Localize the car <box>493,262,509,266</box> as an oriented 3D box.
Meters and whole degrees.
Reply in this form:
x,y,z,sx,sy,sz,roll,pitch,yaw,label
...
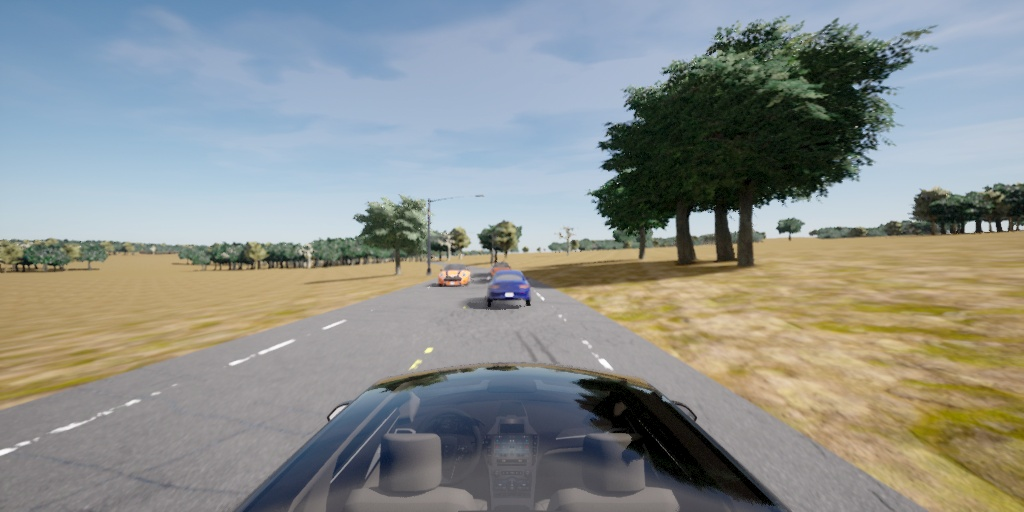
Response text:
x,y,z,sx,sy,sz,roll,pitch,yaw,label
-1.116,1.426,36.010,2.097,1.767,4.553,0,-1,-4,car

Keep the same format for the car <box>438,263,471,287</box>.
x,y,z,sx,sy,sz,roll,pitch,yaw,label
-4.184,1.316,26.686,2.097,1.767,4.553,0,-1,-3,car

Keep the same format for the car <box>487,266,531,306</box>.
x,y,z,sx,sy,sz,roll,pitch,yaw,label
-0.159,1.357,16.220,1.812,1.442,4.674,0,0,-1,car
